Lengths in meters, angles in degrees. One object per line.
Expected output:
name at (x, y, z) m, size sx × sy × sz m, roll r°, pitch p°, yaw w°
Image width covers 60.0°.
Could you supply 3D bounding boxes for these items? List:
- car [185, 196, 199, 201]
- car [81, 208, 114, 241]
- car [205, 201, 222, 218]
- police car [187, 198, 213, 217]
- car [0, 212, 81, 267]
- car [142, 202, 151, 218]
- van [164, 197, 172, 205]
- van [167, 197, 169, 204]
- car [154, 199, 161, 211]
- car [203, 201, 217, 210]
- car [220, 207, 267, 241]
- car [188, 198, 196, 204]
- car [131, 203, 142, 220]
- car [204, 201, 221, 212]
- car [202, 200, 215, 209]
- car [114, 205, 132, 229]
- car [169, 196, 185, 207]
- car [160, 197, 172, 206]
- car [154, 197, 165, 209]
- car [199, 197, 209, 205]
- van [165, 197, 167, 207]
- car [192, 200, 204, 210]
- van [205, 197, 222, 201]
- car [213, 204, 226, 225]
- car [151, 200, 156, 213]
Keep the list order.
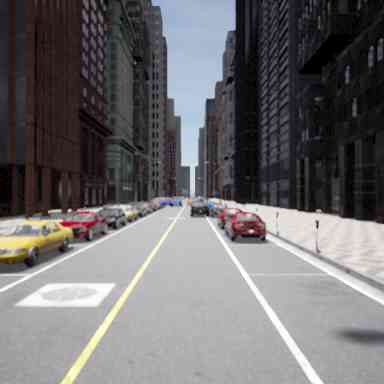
car at (-0.007, 1.978, 72.087) m, size 2.097 × 1.767 × 4.553 m, roll 0°, pitch -1°, yaw 0°
car at (-5.765, 1.720, 17.733) m, size 1.887 × 1.381 × 4.507 m, roll 0°, pitch -1°, yaw 0°
car at (2.758, 1.898, 34.659) m, size 2.008 × 1.369 × 4.403 m, roll 0°, pitch -1°, yaw 0°
police car at (0.772, 1.788, 36.129) m, size 1.930 × 1.638 × 5.238 m, roll 0°, pitch -1°, yaw -2°
car at (-5.765, 1.644, 11.927) m, size 1.752 × 1.417 × 4.829 m, roll 0°, pitch -1°, yaw 0°
car at (-5.767, 1.913, 34.641) m, size 1.947 × 1.339 × 4.313 m, roll 0°, pitch -1°, yaw 0°
van at (-5.772, 2.177, 79.733) m, size 1.690 × 1.788 × 3.998 m, roll 0°, pitch -1°, yaw 0°
van at (-5.771, 1.989, 62.825) m, size 1.690 × 1.788 × 3.998 m, roll 0°, pitch -1°, yaw 0°
car at (-5.768, 2.031, 45.914) m, size 1.947 × 1.339 × 4.313 m, roll 0°, pitch -1°, yaw 0°
car at (2.756, 2.108, 51.567) m, size 1.802 × 1.307 × 4.206 m, roll 0°, pitch -1°, yaw 0°
car at (2.760, 1.721, 17.752) m, size 1.887 × 1.381 × 4.507 m, roll 0°, pitch -1°, yaw 0°
car at (-0.008, 2.293, 87.115) m, size 1.837 × 1.490 × 4.892 m, roll 0°, pitch -1°, yaw 0°
car at (-5.766, 1.812, 28.835) m, size 1.752 × 1.417 × 4.829 m, roll 0°, pitch -1°, yaw 0°
car at (2.757, 2.016, 45.931) m, size 2.008 × 1.369 × 4.403 m, roll 0°, pitch -1°, yaw 0°
car at (2.755, 2.138, 57.203) m, size 2.008 × 1.369 × 4.403 m, roll 0°, pitch -1°, yaw 0°
car at (-5.766, 1.798, 23.369) m, size 1.947 × 1.339 × 4.313 m, roll 0°, pitch -1°, yaw 0°
car at (-3.026, 1.889, 64.543) m, size 2.150 × 2.045 × 5.566 m, roll 0°, pitch -1°, yaw 1°
car at (-5.772, 2.088, 74.097) m, size 2.192 × 1.841 × 5.009 m, roll 0°, pitch -1°, yaw 0°
car at (-5.769, 1.965, 51.552) m, size 1.967 × 1.590 × 4.097 m, roll 0°, pitch -1°, yaw 0°
car at (2.752, 2.152, 79.749) m, size 2.192 × 1.841 × 5.009 m, roll 0°, pitch -1°, yaw 0°
van at (-5.770, 1.927, 57.189) m, size 1.690 × 1.788 × 3.998 m, roll 0°, pitch -1°, yaw 0°
car at (0.895, 2.037, 52.044) m, size 1.837 × 1.490 × 4.892 m, roll 0°, pitch -1°, yaw 0°
van at (2.757, 1.747, 40.298) m, size 1.690 × 1.788 × 3.998 m, roll 0°, pitch -1°, yaw 0°
car at (2.759, 1.777, 23.388) m, size 1.887 × 1.381 × 4.507 m, roll 0°, pitch -1°, yaw 0°
car at (-5.768, 1.987, 40.278) m, size 1.802 × 1.307 × 4.206 m, roll 0°, pitch -1°, yaw 0°
